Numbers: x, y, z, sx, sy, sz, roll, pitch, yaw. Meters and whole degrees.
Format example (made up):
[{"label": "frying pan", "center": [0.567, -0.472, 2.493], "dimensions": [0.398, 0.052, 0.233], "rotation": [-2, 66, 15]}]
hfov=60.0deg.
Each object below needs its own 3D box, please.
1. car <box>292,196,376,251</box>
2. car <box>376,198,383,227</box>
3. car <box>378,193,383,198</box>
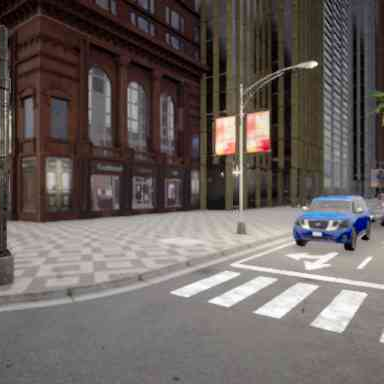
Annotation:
[{"label": "car", "center": [6.246, 1.191, 14.490], "dimensions": [2.150, 2.045, 5.566], "rotation": [0, 0, 36]}, {"label": "car", "center": [12.297, 1.440, 22.689], "dimensions": [2.128, 1.511, 4.902], "rotation": [0, 0, 36]}, {"label": "car", "center": [18.572, 1.156, 31.163], "dimensions": [2.150, 2.045, 5.566], "rotation": [0, 0, 37]}]
